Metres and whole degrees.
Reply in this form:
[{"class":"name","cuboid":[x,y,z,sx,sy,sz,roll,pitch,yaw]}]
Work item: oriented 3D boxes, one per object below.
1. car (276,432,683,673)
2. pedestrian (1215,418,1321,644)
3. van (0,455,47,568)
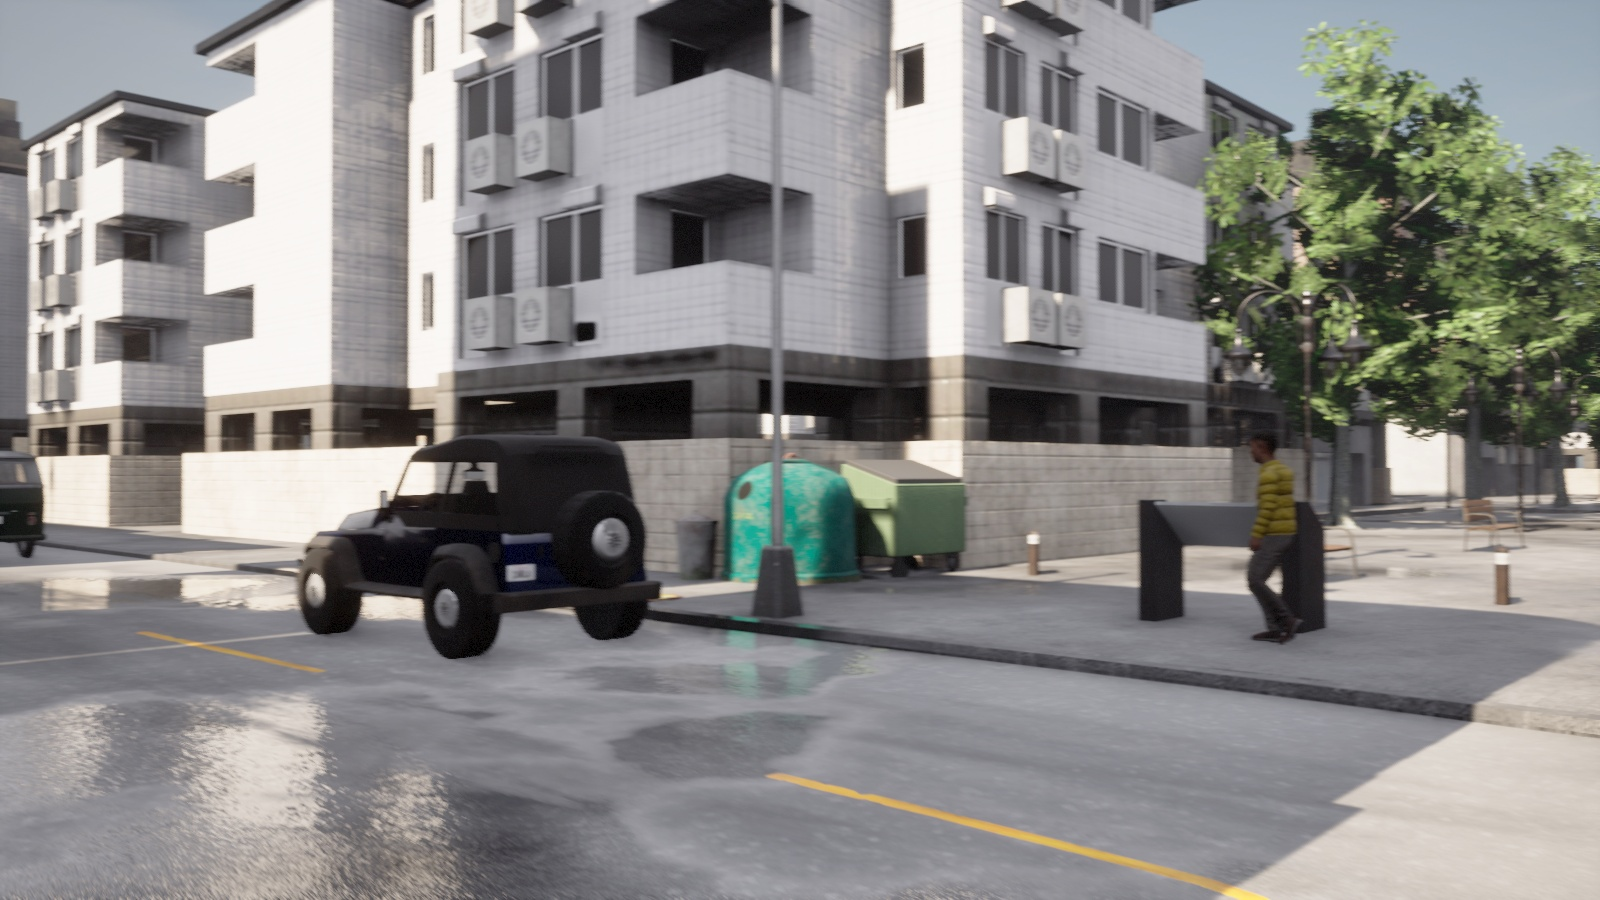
[{"class":"car","cuboid":[-3.117,0.843,11.826,3.866,1.878,1.905,-1,-1,43]},{"class":"pedestrian","cuboid":[3.957,0.669,10.630,0.709,1.840,0.431,-1,-1,39]},{"class":"van","cuboid":[-15.754,1.117,23.372,4.442,1.987,1.775,-1,-1,42]}]
